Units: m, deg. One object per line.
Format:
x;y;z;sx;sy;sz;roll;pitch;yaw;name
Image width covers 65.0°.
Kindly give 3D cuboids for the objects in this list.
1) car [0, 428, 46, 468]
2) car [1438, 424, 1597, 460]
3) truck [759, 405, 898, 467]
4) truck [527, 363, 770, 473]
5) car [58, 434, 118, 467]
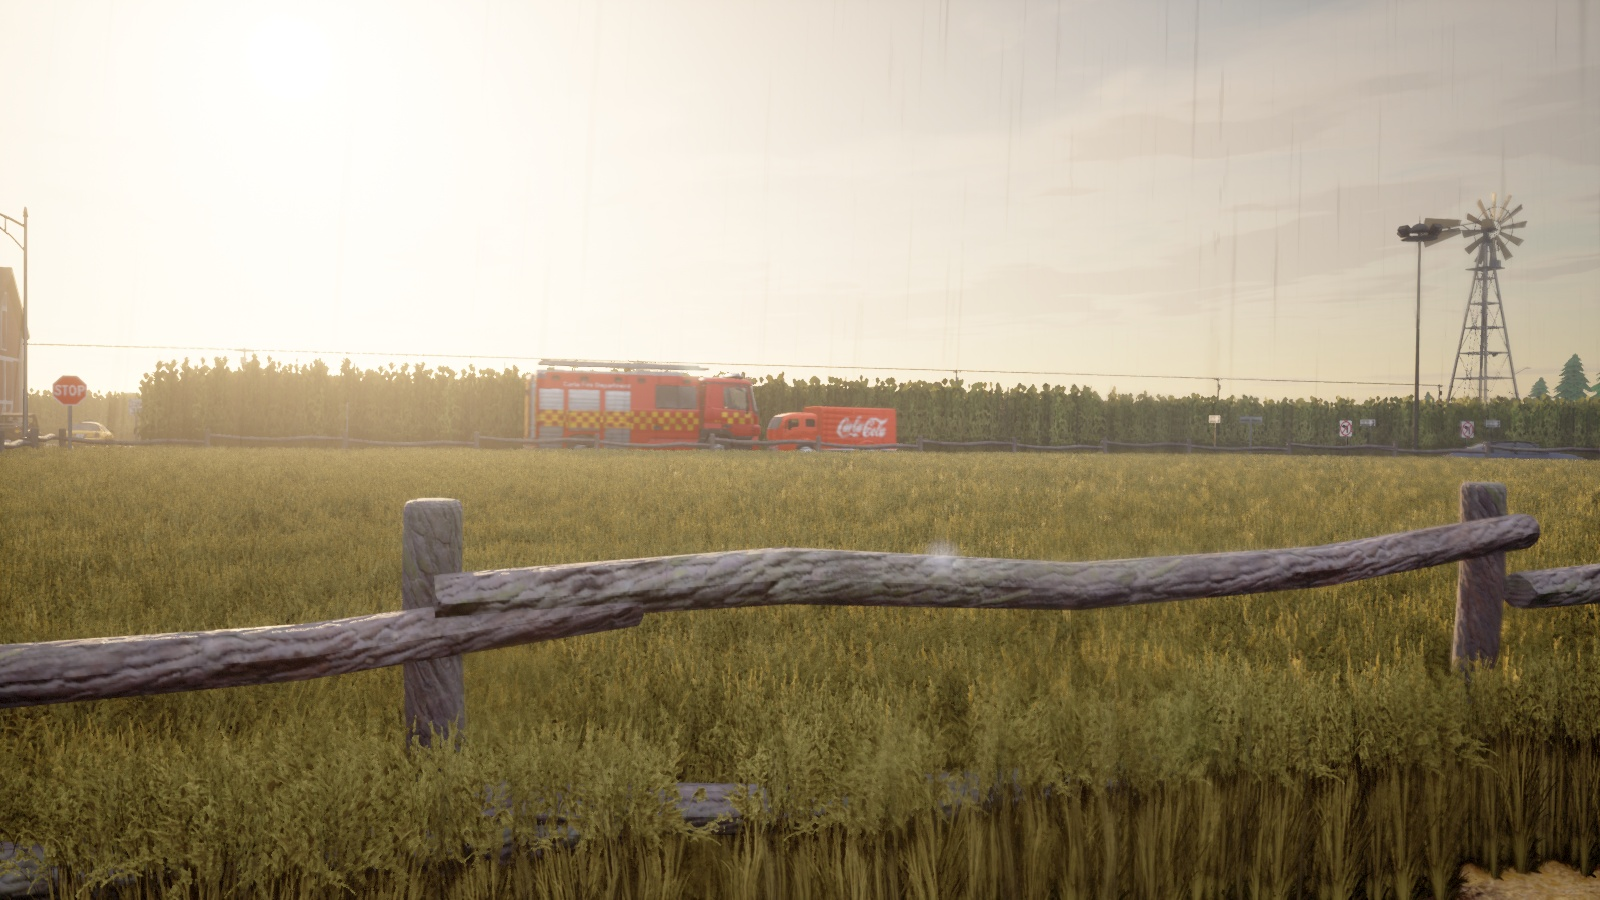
-38.416;-0.074;61.428;1.905;1.878;3.866;-1;0;-21;car
29.549;-0.318;51.907;5.357;1.411;2.033;0;1;13;car
1.169;-0.594;52.428;5.204;2.467;2.627;-1;1;-20;truck
-5.597;-1.157;46.584;8.468;3.827;2.891;0;1;-20;truck
-35.752;0.018;63.154;1.801;1.575;5.366;-1;0;-21;car
